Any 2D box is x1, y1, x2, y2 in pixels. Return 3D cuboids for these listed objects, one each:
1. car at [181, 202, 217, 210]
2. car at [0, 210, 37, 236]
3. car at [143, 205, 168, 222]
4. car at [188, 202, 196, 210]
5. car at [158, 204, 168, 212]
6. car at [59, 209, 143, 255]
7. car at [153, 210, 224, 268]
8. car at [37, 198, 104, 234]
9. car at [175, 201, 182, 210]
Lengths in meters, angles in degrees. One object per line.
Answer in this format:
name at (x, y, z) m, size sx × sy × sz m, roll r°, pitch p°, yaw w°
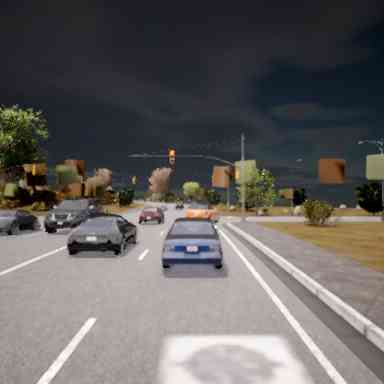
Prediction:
car at (0.989, 1.809, 28.414) m, size 2.097 × 1.767 × 4.553 m, roll -1°, pitch -3°, yaw 16°
car at (-10.549, 1.709, 19.192) m, size 1.994 × 1.385 × 4.181 m, roll 0°, pitch -2°, yaw 0°
car at (-3.452, 2.009, 29.010) m, size 1.812 × 1.442 × 4.674 m, roll 0°, pitch -3°, yaw 0°
car at (0.000, 3.722, 88.533) m, size 2.097 × 1.767 × 4.553 m, roll 0°, pitch 0°, yaw 0°
car at (-6.999, 3.887, 81.296) m, size 2.128 × 1.511 × 4.902 m, roll 0°, pitch 0°, yaw 0°
car at (-3.458, 1.603, 13.522) m, size 1.994 × 1.385 × 4.181 m, roll 0°, pitch -1°, yaw 1°
car at (0.026, 1.565, 11.292) m, size 2.033 × 1.411 × 5.357 m, roll 0°, pitch 0°, yaw 1°
car at (-7.036, 1.404, 20.588) m, size 2.150 × 2.045 × 5.566 m, roll 0°, pitch -2°, yaw 1°
car at (-3.500, 3.867, 88.562) m, size 1.837 × 1.490 × 4.892 m, roll 0°, pitch 0°, yaw 0°
